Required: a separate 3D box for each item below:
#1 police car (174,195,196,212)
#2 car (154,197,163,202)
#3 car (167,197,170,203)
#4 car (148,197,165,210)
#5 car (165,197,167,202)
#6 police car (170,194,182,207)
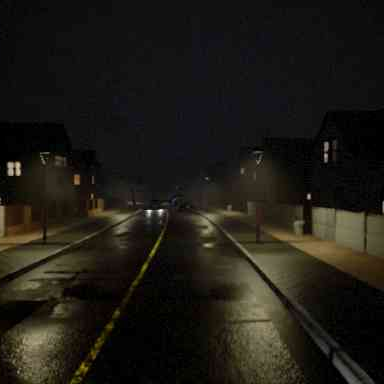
[{"bbox_3d":[-0.704,1.490,39.264,1.930,1.638,5.238,0,0,-5],"label":"police car"},{"bbox_3d":[-8.799,1.980,87.102,1.994,1.385,4.181,0,-1,-12],"label":"car"},{"bbox_3d":[-2.452,1.399,55.194,2.150,2.045,5.566,0,0,-7],"label":"car"},{"bbox_3d":[-4.991,1.643,45.175,1.812,1.442,4.674,0,0,-6],"label":"car"},{"bbox_3d":[-6.047,1.828,73.104,1.895,1.301,4.718,0,-1,-11],"label":"car"},{"bbox_3d":[-1.724,1.554,49.278,1.930,1.638,5.238,0,0,-7],"label":"police car"}]
